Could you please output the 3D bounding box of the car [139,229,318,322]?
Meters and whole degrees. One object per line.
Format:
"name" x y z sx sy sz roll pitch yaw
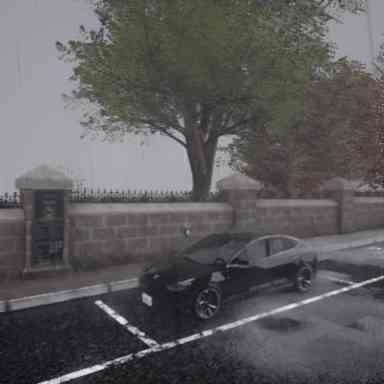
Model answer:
"car" 0.970 1.547 7.234 4.313 1.339 1.947 0 1 -35
